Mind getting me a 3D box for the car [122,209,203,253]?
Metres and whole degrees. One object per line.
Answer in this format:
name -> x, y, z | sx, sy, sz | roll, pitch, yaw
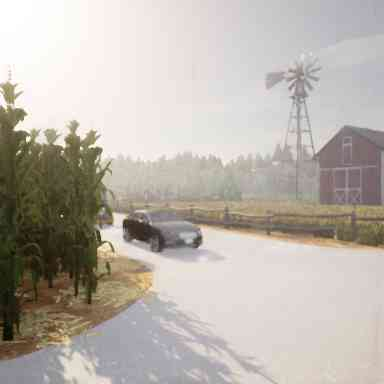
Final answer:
car -> -1.399, 1.488, 13.917 | 2.128, 1.511, 4.902 | 0, 0, -32
